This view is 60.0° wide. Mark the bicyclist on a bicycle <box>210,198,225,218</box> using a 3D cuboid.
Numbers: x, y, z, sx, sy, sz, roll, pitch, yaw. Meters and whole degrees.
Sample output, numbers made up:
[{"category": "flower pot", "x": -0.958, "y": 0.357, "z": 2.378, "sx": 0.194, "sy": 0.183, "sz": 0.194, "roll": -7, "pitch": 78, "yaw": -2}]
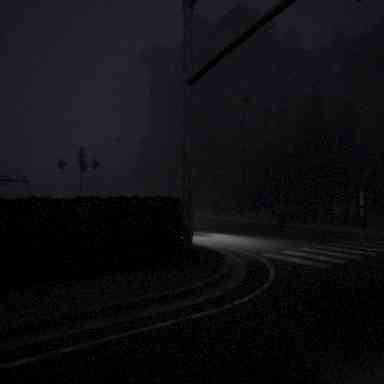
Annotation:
[{"category": "bicyclist on a bicycle", "x": 2.134, "y": 1.331, "z": 27.943, "sx": 1.656, "sy": 1.620, "sz": 0.582, "roll": 0, "pitch": 0, "yaw": -36}]

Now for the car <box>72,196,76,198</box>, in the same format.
[{"category": "car", "x": -16.268, "y": 1.373, "z": 46.889, "sx": 2.097, "sy": 1.767, "sz": 4.553, "roll": 0, "pitch": 0, "yaw": -36}]
